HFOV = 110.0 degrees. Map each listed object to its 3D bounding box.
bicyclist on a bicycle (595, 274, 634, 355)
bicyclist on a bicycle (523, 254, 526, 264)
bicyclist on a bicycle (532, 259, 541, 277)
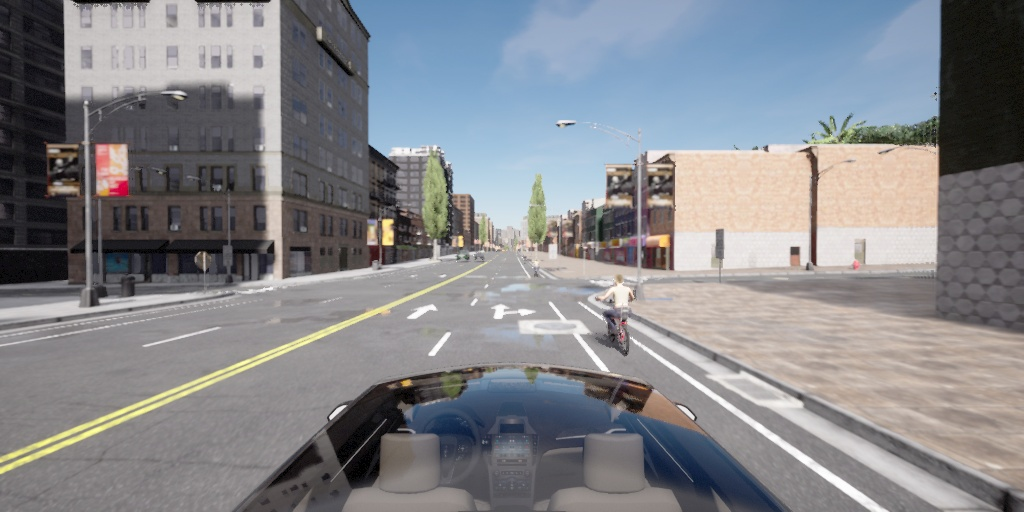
[{"bbox_3d":[2.269,1.184,7.716,0.866,1.612,1.509,0,0,0],"label":"bicyclist on a bicycle"},{"bbox_3d":[2.249,0.508,63.865,0.659,1.776,1.843,0,1,0],"label":"bicyclist on a bicycle"},{"bbox_3d":[2.248,1.105,33.226,0.866,1.612,1.509,0,1,0],"label":"bicyclist on a bicycle"}]
